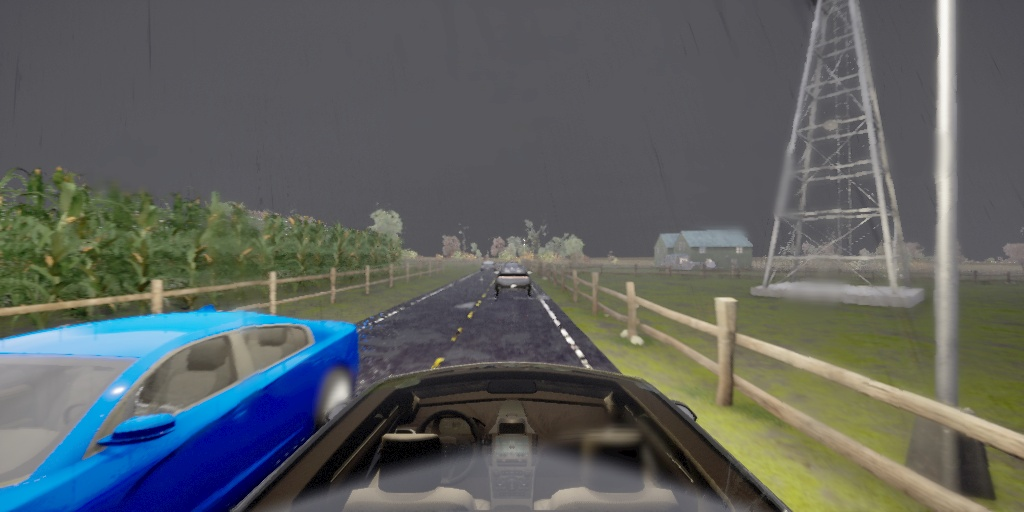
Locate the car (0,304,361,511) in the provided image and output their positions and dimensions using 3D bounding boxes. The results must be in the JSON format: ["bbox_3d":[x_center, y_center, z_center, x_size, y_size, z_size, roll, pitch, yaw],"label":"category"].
[{"bbox_3d":[-2.854,1.227,2.535,1.882,1.535,5.008,0,0,0],"label":"car"}]

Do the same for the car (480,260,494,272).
[{"bbox_3d":[-2.948,1.293,45.418,1.812,1.442,4.674,0,0,0],"label":"car"}]

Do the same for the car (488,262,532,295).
[{"bbox_3d":[0.058,1.241,19.501,2.128,1.511,4.902,0,0,0],"label":"car"}]
